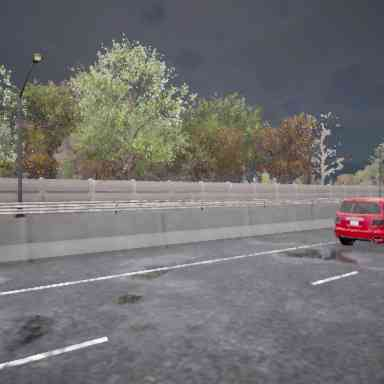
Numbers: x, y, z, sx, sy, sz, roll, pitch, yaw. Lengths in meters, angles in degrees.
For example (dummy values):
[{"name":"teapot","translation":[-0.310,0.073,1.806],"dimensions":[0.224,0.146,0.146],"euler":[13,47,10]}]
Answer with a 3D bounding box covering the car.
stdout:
[{"name":"car","translation":[8.293,1.261,14.084],"dimensions":[5.566,2.045,2.150],"euler":[0,0,-35]}]
